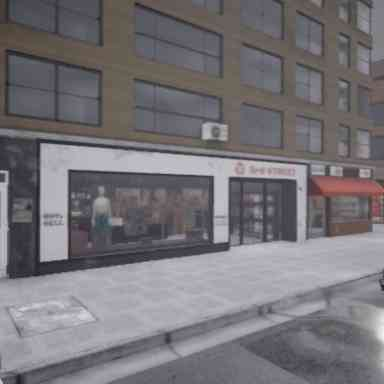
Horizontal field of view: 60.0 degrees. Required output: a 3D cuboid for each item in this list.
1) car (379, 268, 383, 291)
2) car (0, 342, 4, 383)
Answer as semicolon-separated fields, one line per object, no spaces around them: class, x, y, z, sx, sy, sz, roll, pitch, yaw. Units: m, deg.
car;6.483;1.572;7.687;5.357;1.411;2.033;0;0;-35
car;-3.463;1.215;0.601;5.566;2.045;2.150;0;0;-35
